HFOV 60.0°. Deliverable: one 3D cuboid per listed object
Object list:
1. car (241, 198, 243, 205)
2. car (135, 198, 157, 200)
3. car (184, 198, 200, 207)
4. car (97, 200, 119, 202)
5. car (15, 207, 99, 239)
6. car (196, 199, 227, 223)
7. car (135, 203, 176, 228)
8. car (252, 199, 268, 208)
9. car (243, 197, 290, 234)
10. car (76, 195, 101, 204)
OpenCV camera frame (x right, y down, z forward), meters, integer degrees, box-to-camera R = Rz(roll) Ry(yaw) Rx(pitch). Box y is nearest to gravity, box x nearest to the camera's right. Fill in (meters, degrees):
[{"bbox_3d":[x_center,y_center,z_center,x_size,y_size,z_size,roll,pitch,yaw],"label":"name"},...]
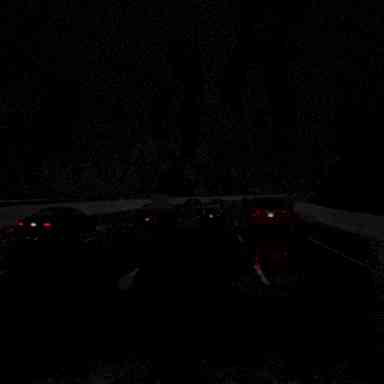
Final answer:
[{"bbox_3d":[10.423,1.682,62.513,2.128,1.511,4.902,0,0,20],"label":"car"},{"bbox_3d":[-8.370,1.157,61.282,2.150,2.045,5.566,1,0,17],"label":"car"},{"bbox_3d":[0.228,1.610,53.172,1.994,1.385,4.181,1,0,16],"label":"car"},{"bbox_3d":[-15.396,1.348,62.288,1.837,1.490,4.892,1,0,17],"label":"car"},{"bbox_3d":[-6.591,1.472,16.921,2.033,1.411,5.357,1,0,7],"label":"car"},{"bbox_3d":[1.741,1.570,26.426,1.812,1.442,4.674,0,0,9],"label":"car"},{"bbox_3d":[-2.324,1.464,22.140,1.882,1.535,5.008,0,0,7],"label":"car"},{"bbox_3d":[10.988,1.792,53.482,1.895,1.301,4.718,1,0,17],"label":"car"},{"bbox_3d":[4.424,1.298,20.003,2.150,2.045,5.566,0,0,7],"label":"car"},{"bbox_3d":[-19.196,1.299,61.739,2.128,1.511,4.902,1,0,16],"label":"car"}]
